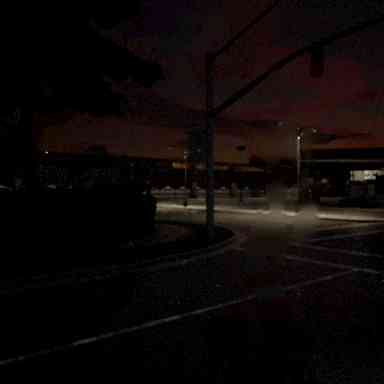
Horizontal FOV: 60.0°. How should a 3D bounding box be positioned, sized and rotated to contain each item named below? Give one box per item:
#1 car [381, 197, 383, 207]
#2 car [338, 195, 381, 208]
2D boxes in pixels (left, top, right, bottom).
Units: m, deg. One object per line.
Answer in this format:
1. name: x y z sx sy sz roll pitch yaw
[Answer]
1. car: 25.822 1.369 47.501 1.970 1.475 3.806 0 0 -35
2. car: 21.556 1.218 43.578 2.242 1.667 4.611 0 0 -35
